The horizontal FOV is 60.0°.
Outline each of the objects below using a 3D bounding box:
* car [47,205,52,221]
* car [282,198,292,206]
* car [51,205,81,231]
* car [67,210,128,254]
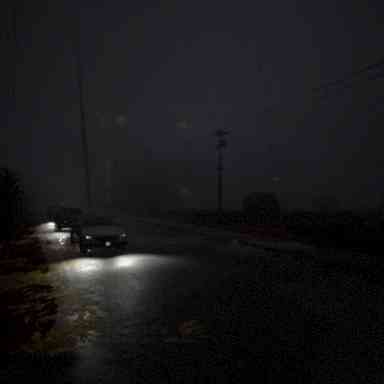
[{"bbox_3d":[-13.343,2.013,33.129,2.128,1.511,4.902,0,-1,-26],"label":"car"},{"bbox_3d":[22.087,2.299,76.889,1.905,1.878,3.866,6,3,20],"label":"car"},{"bbox_3d":[-8.716,1.882,23.831,1.837,1.490,4.892,0,-1,-26],"label":"car"},{"bbox_3d":[-4.299,1.763,14.999,1.812,1.442,4.674,0,-1,-27],"label":"car"}]
